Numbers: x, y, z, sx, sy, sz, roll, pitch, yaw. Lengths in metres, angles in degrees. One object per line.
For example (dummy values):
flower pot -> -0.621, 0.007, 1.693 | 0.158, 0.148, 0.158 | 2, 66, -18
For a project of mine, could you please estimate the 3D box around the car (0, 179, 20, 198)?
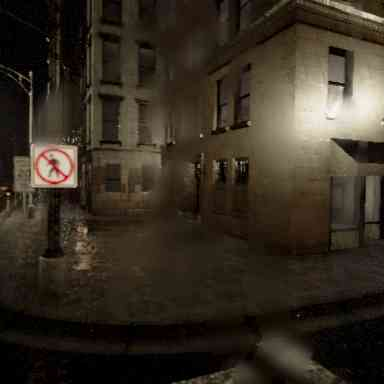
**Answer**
car -> -20.056, -0.303, 36.111 | 2.192, 1.841, 5.009 | 0, 2, -24

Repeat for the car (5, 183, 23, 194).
car -> -24.536, -0.477, 45.953 | 2.008, 1.369, 4.403 | 0, 2, -24

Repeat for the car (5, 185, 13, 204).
car -> -15.586, 0.373, 26.285 | 1.802, 1.307, 4.206 | 0, 2, -24

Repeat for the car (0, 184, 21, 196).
car -> -22.299, -0.258, 41.036 | 1.947, 1.339, 4.313 | 0, 2, -24

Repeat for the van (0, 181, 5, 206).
van -> -13.344, 0.337, 21.360 | 1.690, 1.788, 3.998 | 0, 2, -24
